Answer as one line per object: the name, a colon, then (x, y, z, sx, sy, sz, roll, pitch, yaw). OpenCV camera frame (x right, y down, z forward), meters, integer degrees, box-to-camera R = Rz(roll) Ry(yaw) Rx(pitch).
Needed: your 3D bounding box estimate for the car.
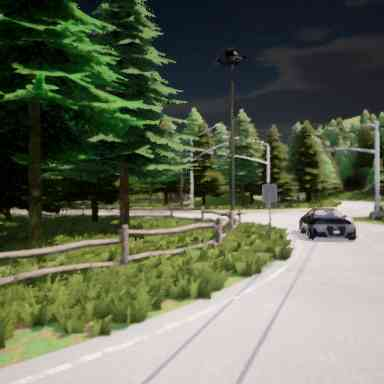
car: (6.566, 1.541, 16.381, 1.994, 1.385, 4.181, 0, 0, 9)
